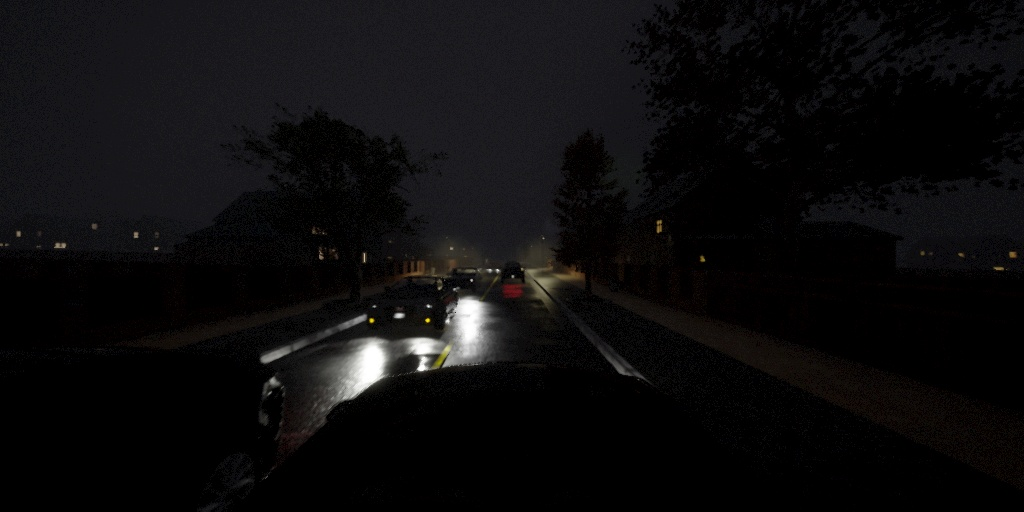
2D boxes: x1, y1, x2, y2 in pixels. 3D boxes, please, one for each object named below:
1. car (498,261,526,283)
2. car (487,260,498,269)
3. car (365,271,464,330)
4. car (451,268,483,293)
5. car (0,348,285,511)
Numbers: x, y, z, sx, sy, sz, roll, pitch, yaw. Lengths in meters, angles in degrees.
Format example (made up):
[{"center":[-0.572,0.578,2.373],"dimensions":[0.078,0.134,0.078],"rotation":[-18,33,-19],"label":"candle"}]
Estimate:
[{"center":[0.065,1.274,28.457],"dimensions":[1.837,1.490,4.892],"rotation":[0,-1,0],"label":"car"},{"center":[-2.871,1.402,58.269],"dimensions":[1.994,1.385,4.181],"rotation":[0,0,0],"label":"car"},{"center":[-2.854,1.319,11.051],"dimensions":[1.994,1.385,4.181],"rotation":[0,0,0],"label":"car"},{"center":[-2.838,1.364,21.113],"dimensions":[1.895,1.301,4.718],"rotation":[0,0,0],"label":"car"},{"center":[-2.844,1.257,1.067],"dimensions":[1.837,1.490,4.892],"rotation":[0,0,0],"label":"car"}]
